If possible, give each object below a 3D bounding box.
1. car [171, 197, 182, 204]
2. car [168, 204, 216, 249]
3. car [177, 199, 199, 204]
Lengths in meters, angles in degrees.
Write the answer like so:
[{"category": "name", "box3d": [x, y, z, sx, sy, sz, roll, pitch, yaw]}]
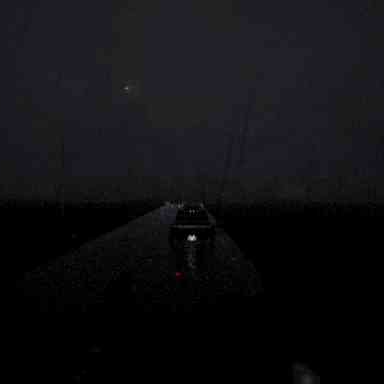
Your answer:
[{"category": "car", "box3d": [-2.750, 1.586, 60.657, 1.994, 1.385, 4.181, 0, 0, 0]}, {"category": "car", "box3d": [0.000, 1.496, 14.652, 2.128, 1.511, 4.902, 0, 0, 0]}, {"category": "car", "box3d": [0.000, 1.572, 29.653, 1.994, 1.385, 4.181, 0, 0, 0]}]
